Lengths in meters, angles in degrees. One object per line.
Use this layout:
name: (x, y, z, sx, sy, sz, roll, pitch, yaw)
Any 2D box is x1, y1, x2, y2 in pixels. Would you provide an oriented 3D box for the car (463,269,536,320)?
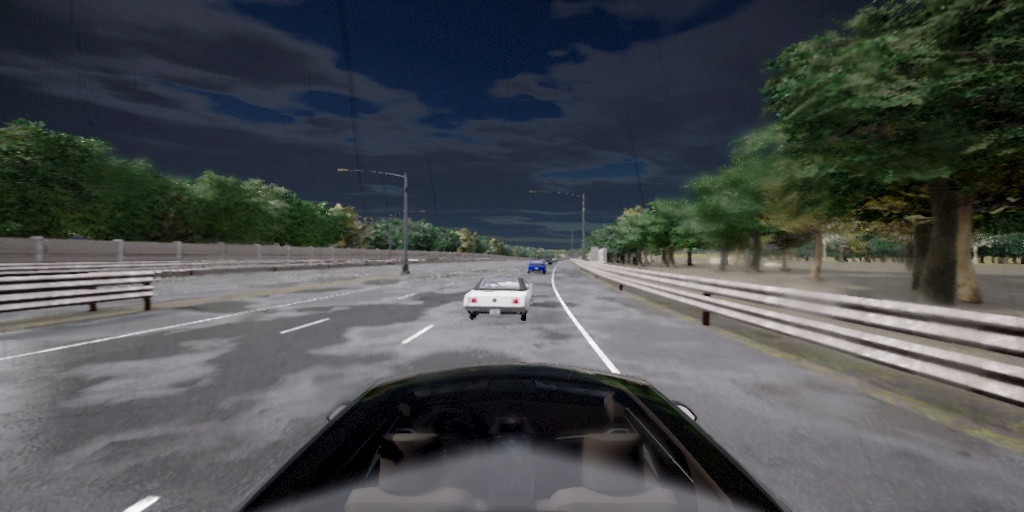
car: (-0.270, 1.323, 12.569, 1.895, 1.301, 4.718, 0, 0, 6)

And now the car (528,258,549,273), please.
car: (2.902, 1.156, 40.691, 1.882, 1.535, 5.008, 0, 0, 7)
